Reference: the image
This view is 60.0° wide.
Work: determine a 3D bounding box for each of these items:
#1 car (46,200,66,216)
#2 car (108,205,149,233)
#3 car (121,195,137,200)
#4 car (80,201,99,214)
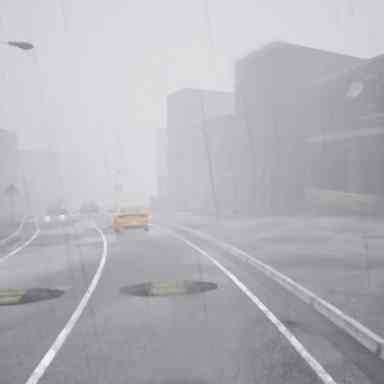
[{"bbox_3d":[-15.721,1.709,38.553,2.097,1.767,4.553,-2,0,-20],"label":"car"},{"bbox_3d":[-3.957,1.514,20.283,1.882,1.535,5.008,-2,0,-19],"label":"car"},{"bbox_3d":[-15.032,1.494,79.309,1.837,1.490,4.892,2,0,24],"label":"car"},{"bbox_3d":[-12.155,1.798,39.275,1.994,1.385,4.181,-2,0,-21],"label":"car"}]
